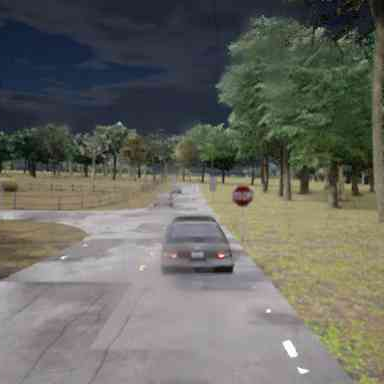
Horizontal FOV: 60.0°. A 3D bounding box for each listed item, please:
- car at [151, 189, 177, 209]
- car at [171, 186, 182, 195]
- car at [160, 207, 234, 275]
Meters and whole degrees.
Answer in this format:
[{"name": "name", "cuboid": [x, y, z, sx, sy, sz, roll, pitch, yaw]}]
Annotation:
[{"name": "car", "cuboid": [-2.758, 0.812, 32.792, 1.812, 1.442, 4.674, 0, 2, 0]}, {"name": "car", "cuboid": [-2.767, -0.300, 59.911, 1.837, 1.490, 4.892, 0, 3, 0]}, {"name": "car", "cuboid": [0.059, 1.418, 9.959, 2.033, 1.411, 5.357, 0, 1, -2]}]
